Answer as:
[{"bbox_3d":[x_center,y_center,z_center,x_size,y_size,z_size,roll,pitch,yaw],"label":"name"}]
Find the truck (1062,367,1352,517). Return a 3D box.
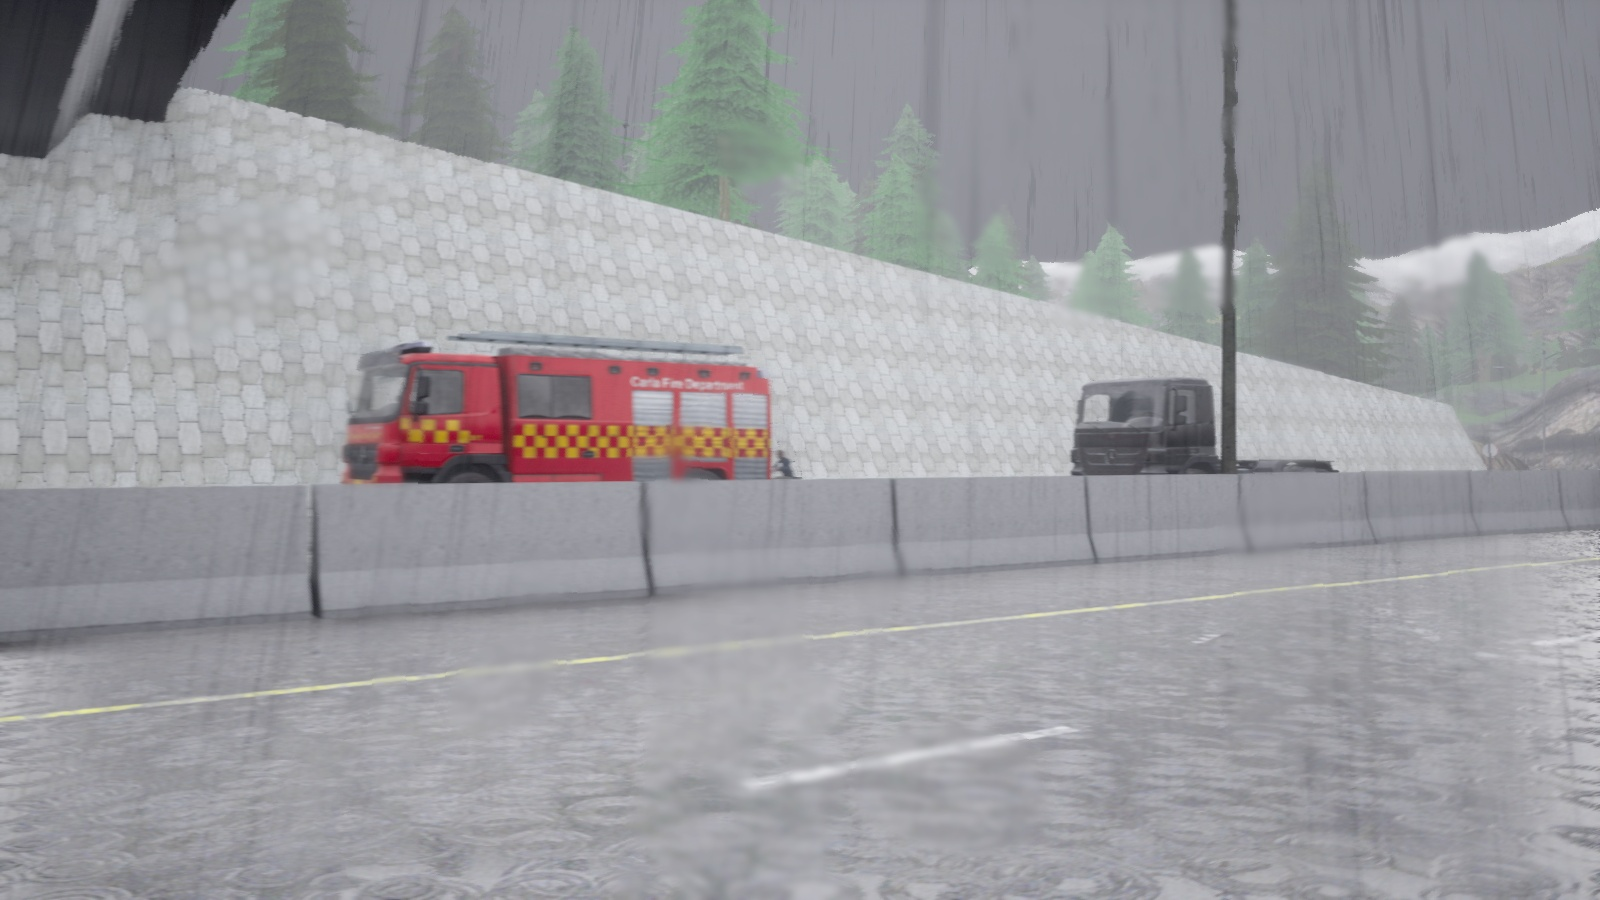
[{"bbox_3d":[10.621,-0.180,32.376,7.936,3.462,2.891,0,0,-35],"label":"truck"}]

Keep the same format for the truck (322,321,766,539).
[{"bbox_3d":[-5.037,-0.345,25.743,8.468,3.827,2.891,0,0,-35],"label":"truck"}]
